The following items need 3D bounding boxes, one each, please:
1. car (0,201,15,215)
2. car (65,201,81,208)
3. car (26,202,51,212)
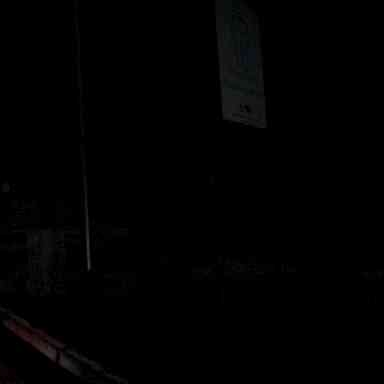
[{"bbox_3d":[-23.179,1.881,39.831,2.097,1.767,4.553,-3,0,-5],"label":"car"},{"bbox_3d":[-24.810,2.649,69.758,1.882,1.535,5.008,-4,-2,7],"label":"car"},{"bbox_3d":[-23.520,2.231,51.210,1.994,1.385,4.181,-4,-1,7],"label":"car"}]
